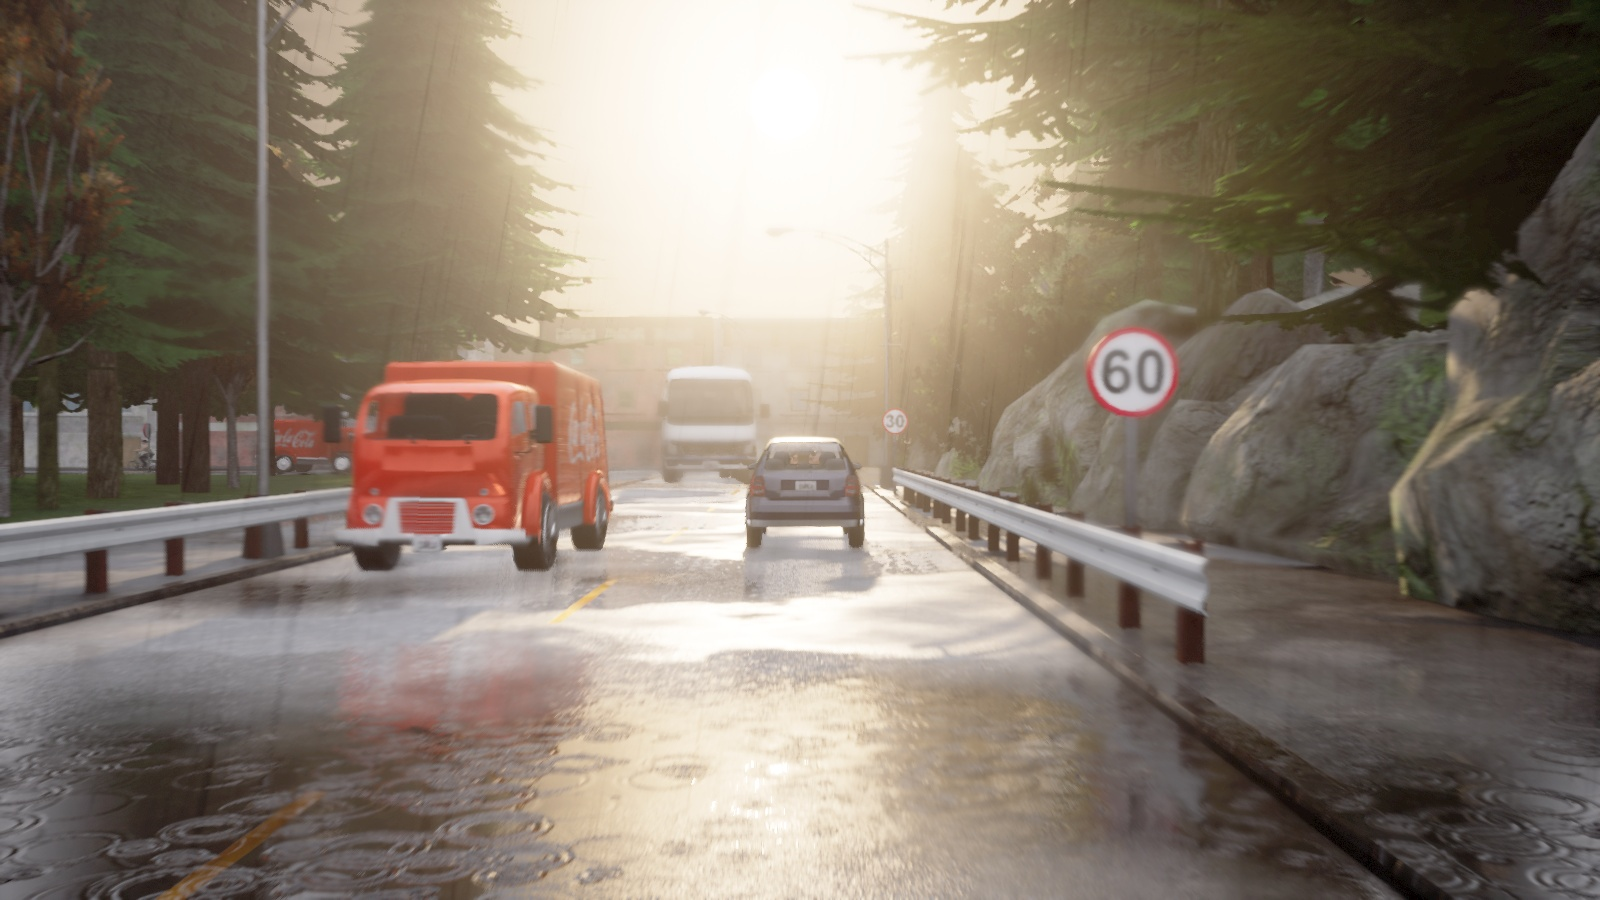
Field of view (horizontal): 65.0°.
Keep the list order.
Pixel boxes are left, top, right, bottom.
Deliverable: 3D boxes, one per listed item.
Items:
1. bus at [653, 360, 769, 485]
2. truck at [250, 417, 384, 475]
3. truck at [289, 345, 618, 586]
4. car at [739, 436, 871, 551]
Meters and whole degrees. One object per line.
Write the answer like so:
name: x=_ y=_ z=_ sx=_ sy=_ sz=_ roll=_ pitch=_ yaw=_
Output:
bus: x=-3.630 y=-0.965 z=47.905 sx=3.944 sy=4.253 sz=10.273 roll=0 pitch=0 yaw=-7
truck: x=-22.678 y=-0.198 z=59.133 sx=5.204 sy=2.467 sz=2.627 roll=2 pitch=0 yaw=0
truck: x=-3.935 y=0.153 z=15.495 sx=2.627 sy=2.467 sz=5.204 roll=0 pitch=0 yaw=0
car: x=0.069 y=0.591 z=18.811 sx=1.789 sy=1.549 sz=3.705 roll=0 pitch=0 yaw=0
